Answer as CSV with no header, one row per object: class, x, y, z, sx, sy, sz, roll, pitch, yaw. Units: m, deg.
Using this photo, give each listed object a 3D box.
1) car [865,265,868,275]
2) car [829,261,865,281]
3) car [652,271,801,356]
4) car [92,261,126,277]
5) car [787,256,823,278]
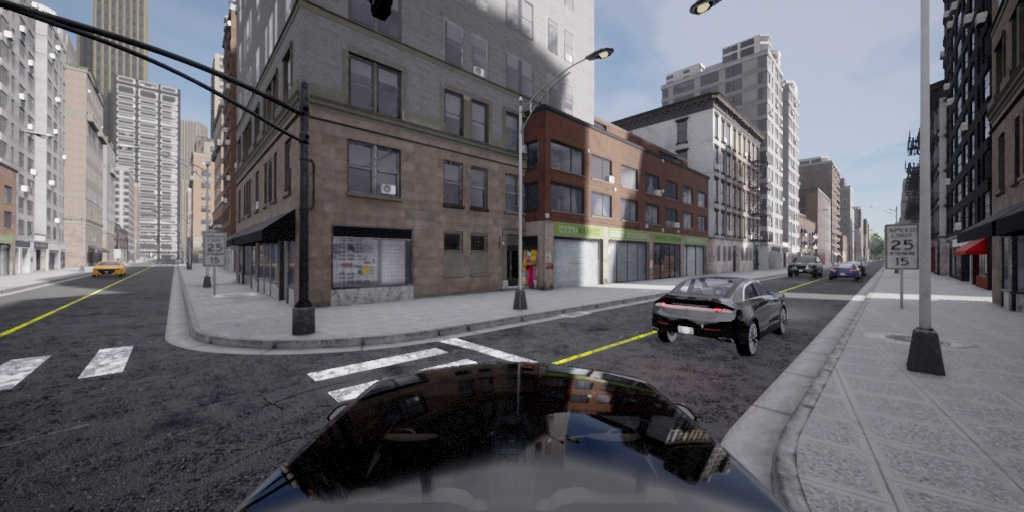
car,36.083,1.297,37.870,5.008,1.535,1.882,0,0,-43
car,28.623,1.325,30.762,4.674,1.442,1.812,0,0,-43
car,5.178,1.247,8.715,4.902,1.511,2.128,0,0,-43
car,-39.334,1.209,35.084,1.882,1.535,5.008,0,0,-43
car,28.767,1.027,35.111,5.566,2.045,2.150,0,0,-43
